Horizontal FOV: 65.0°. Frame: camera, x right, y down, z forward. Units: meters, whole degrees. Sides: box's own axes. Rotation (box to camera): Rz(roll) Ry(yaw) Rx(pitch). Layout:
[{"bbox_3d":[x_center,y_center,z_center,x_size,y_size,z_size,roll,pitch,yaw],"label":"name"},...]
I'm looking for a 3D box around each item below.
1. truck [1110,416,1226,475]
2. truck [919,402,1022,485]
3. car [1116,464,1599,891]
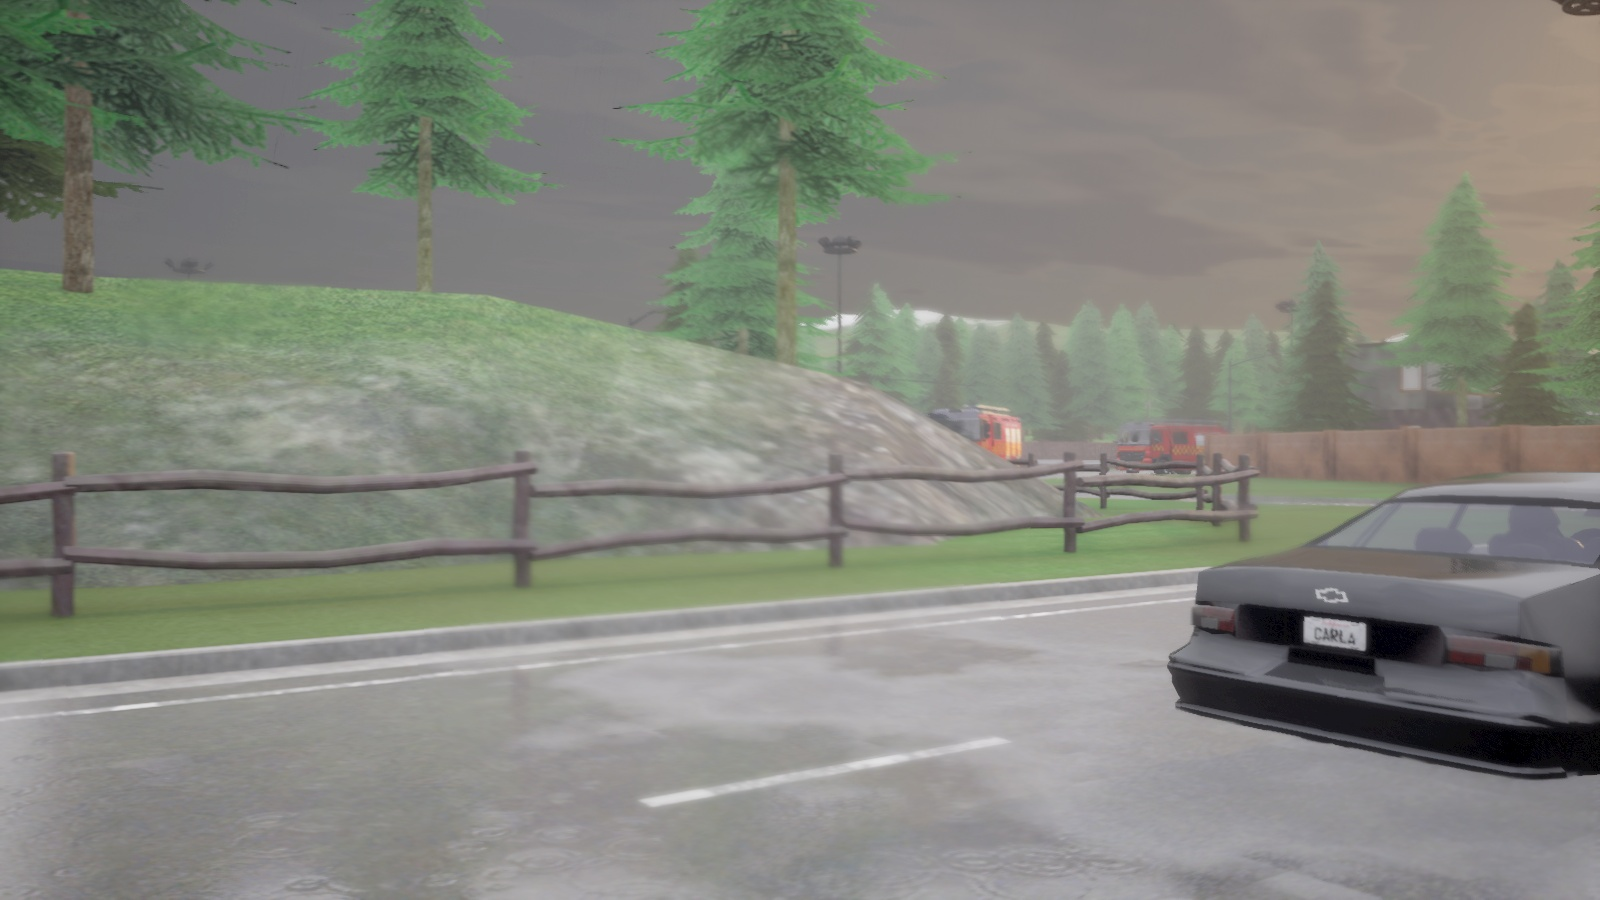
[{"bbox_3d":[24.947,-0.267,85.000,8.468,3.827,2.891,0,0,-36],"label":"truck"},{"bbox_3d":[8.602,-0.287,62.373,2.891,3.827,8.468,0,0,23],"label":"truck"},{"bbox_3d":[4.274,0.799,6.653,5.357,1.411,2.033,0,0,-35],"label":"car"}]
